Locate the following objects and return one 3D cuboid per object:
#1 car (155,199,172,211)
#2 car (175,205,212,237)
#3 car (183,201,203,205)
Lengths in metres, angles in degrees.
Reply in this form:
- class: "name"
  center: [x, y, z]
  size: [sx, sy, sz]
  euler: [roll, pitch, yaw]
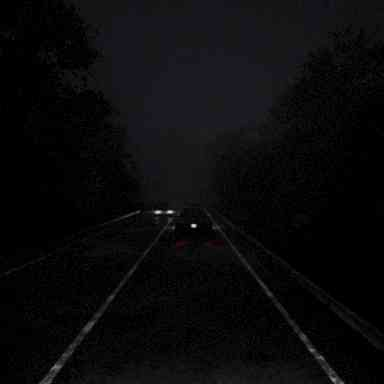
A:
- class: "car"
  center: [-3.617, 1.675, 43.597]
  size: [1.837, 1.490, 4.892]
  euler: [0, 0, 0]
- class: "car"
  center: [0.088, 1.669, 18.631]
  size: [1.994, 1.385, 4.181]
  euler: [0, 0, 0]
- class: "car"
  center: [0.079, 1.640, 35.074]
  size: [2.128, 1.511, 4.902]
  euler: [0, 0, 0]
